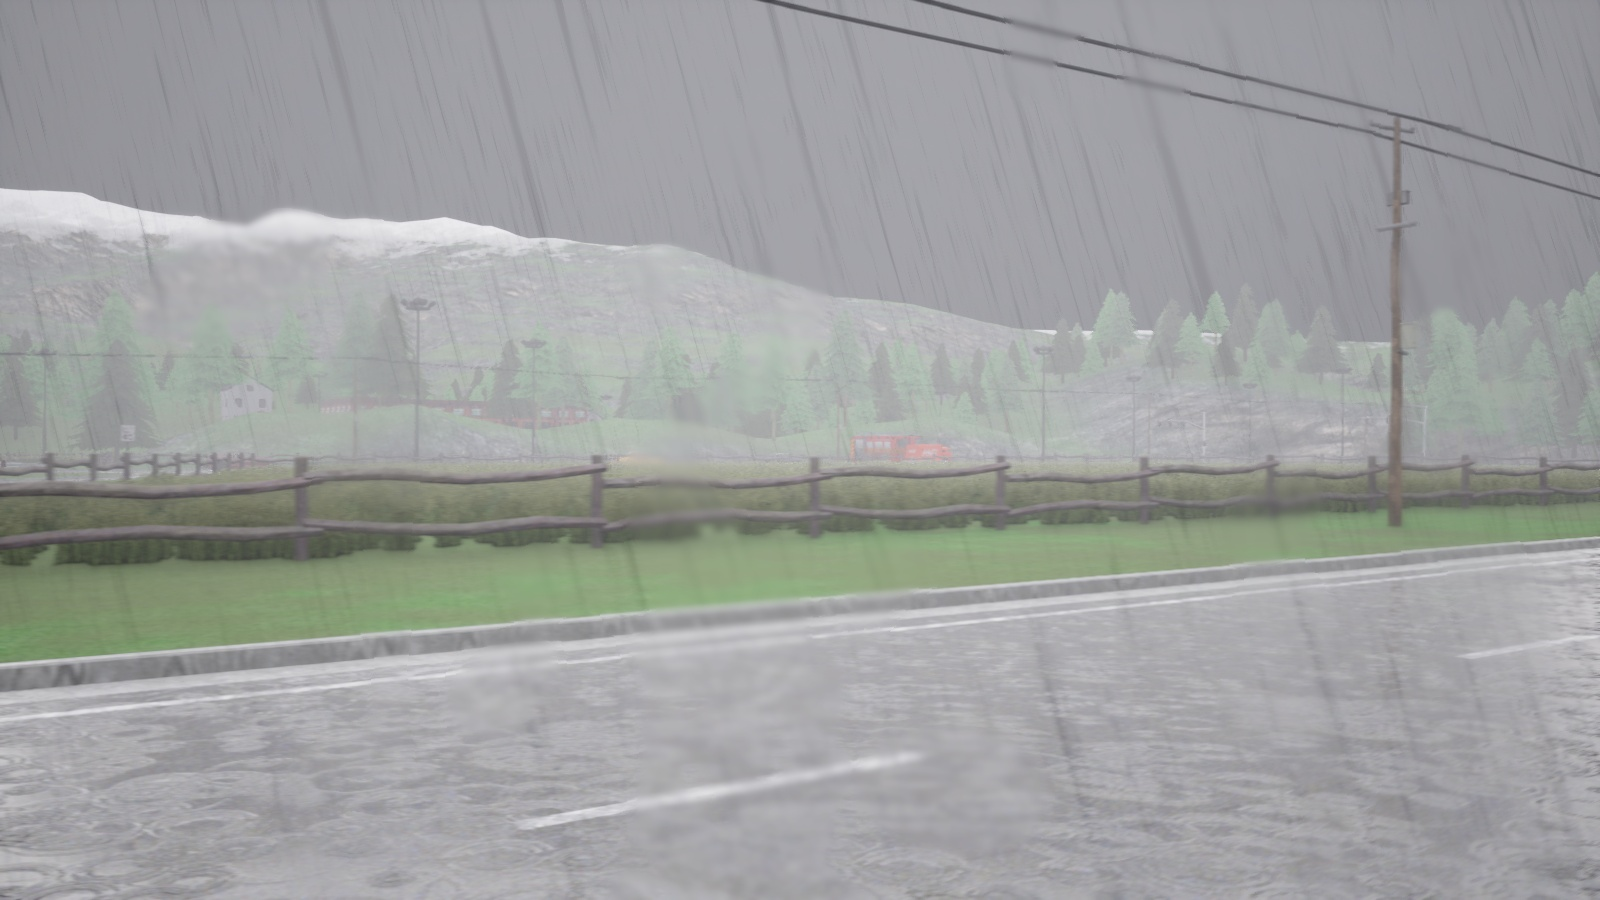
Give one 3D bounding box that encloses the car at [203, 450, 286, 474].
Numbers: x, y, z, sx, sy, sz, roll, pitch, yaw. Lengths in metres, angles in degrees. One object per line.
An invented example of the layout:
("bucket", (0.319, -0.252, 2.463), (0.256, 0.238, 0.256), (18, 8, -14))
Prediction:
("car", (-39.504, 0.826, 89.334), (5.027, 1.651, 2.152), (0, 0, -35))
